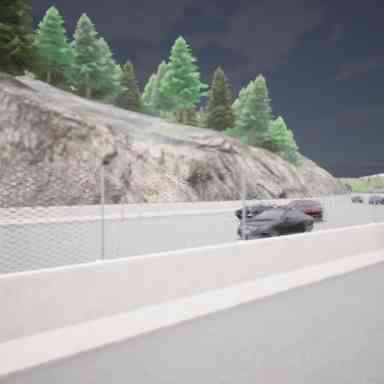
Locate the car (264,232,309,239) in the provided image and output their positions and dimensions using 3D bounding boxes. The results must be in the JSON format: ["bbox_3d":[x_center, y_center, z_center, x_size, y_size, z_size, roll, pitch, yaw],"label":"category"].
[{"bbox_3d":[4.261,1.532,16.378,4.674,1.442,1.812,0,0,-40],"label":"car"}]
